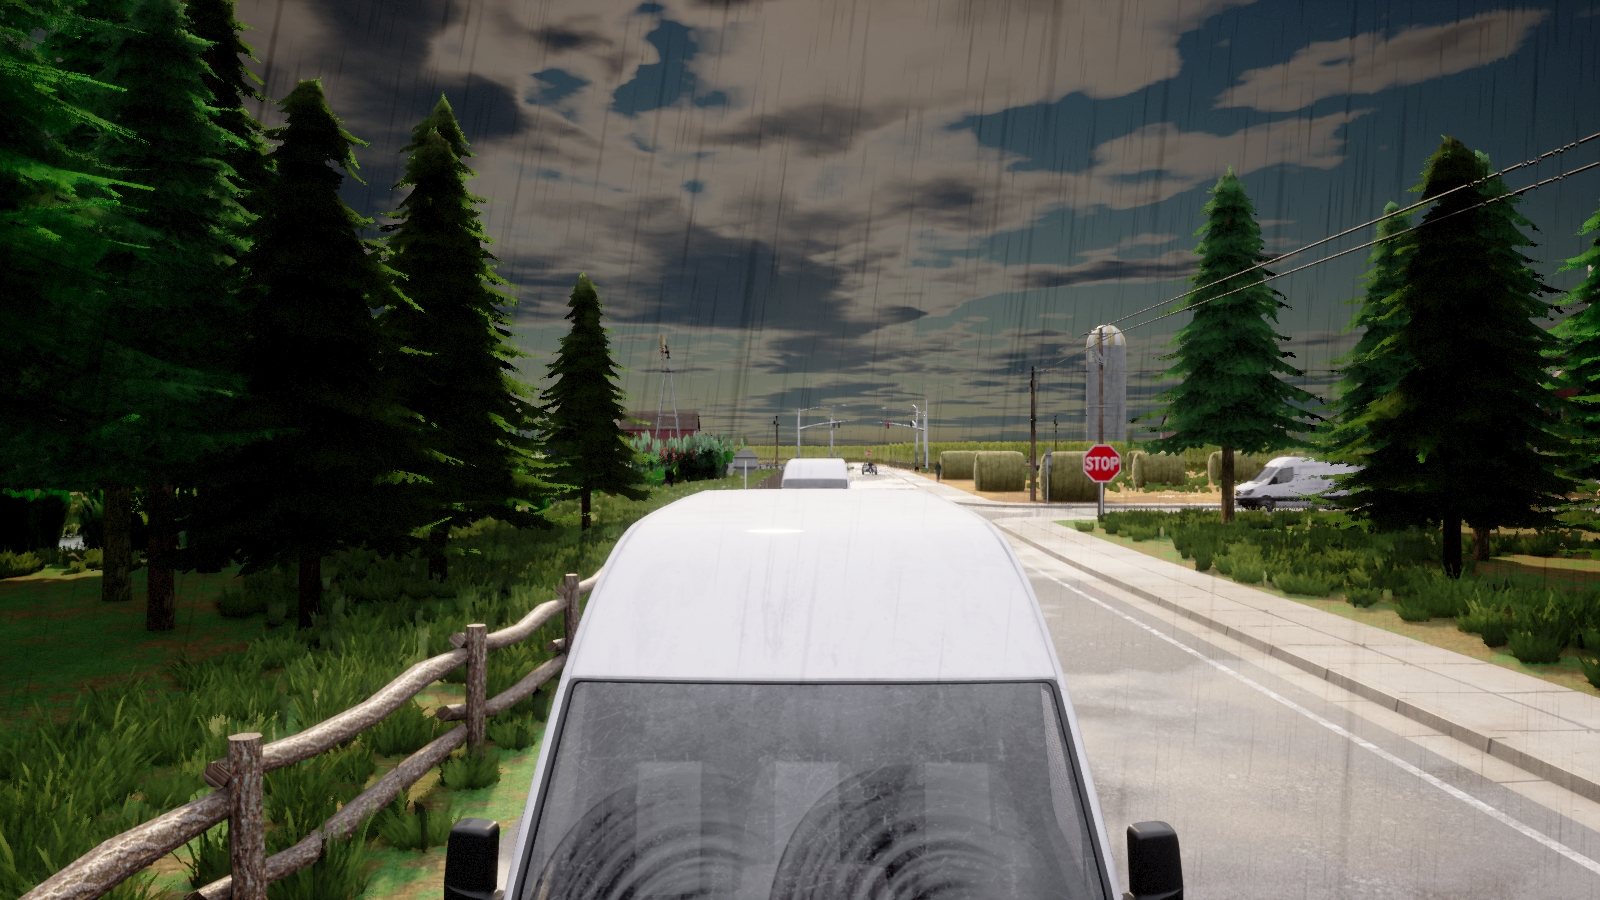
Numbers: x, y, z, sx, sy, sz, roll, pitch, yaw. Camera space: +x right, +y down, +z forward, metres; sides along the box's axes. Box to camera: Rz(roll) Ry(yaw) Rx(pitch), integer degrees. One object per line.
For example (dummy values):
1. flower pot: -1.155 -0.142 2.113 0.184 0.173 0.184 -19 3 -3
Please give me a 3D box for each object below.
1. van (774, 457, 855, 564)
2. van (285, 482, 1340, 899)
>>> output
1. van: 0.443 1.499 30.767 1.988 2.561 5.915 0 0 2
2. van: 0.056 1.508 5.110 1.988 2.561 5.915 0 0 1
